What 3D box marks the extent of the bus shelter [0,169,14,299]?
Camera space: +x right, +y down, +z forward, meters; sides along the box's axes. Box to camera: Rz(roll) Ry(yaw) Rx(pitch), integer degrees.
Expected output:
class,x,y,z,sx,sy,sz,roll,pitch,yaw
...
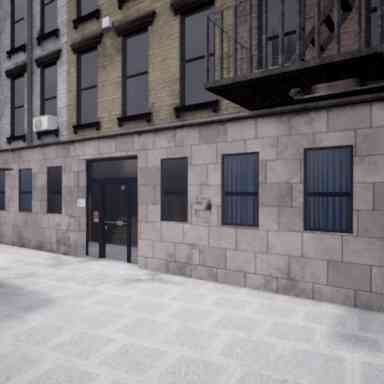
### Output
class,x,y,z,sx,sy,sz,roll,pitch,yaw
bus shelter,-6.018,0.873,7.573,3.880,2.740,1.920,0,0,35
